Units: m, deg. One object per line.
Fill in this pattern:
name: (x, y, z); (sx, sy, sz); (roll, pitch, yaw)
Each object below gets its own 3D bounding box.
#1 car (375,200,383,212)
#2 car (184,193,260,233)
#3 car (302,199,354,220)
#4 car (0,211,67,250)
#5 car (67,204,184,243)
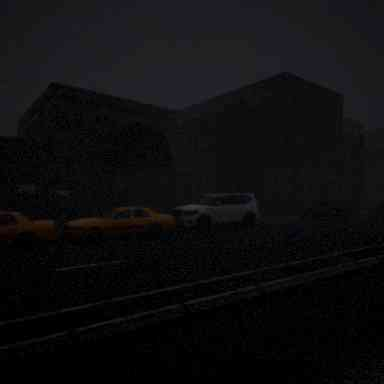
car: (19.423, 1.173, 31.832); (4.892, 1.521, 2.231); (-1, 0, -36)
car: (1.435, 1.077, 18.932); (5.566, 2.045, 2.435); (-1, 0, -36)
car: (10.410, 1.280, 25.375); (4.792, 1.488, 2.163); (0, 0, -36)
car: (-7.776, 1.405, 12.331); (5.366, 1.575, 1.946); (0, 0, -36)
car: (-3.286, 1.366, 15.551); (5.366, 1.575, 1.946); (0, 0, -36)
